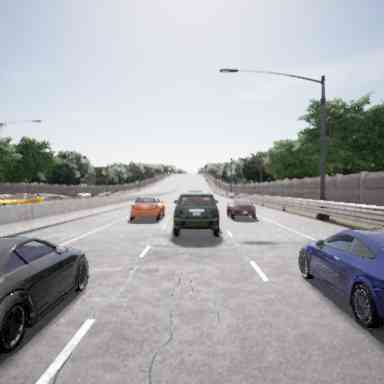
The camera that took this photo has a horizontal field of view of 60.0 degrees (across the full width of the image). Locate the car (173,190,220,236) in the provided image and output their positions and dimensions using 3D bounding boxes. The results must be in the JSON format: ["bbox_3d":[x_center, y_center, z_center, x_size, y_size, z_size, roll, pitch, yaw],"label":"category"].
[{"bbox_3d":[0.219,1.029,17.184,2.150,2.045,5.566,0,1,0],"label":"car"}]

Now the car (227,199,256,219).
[{"bbox_3d":[3.780,1.253,25.829,1.812,1.442,4.674,0,1,0],"label":"car"}]

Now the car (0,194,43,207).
[{"bbox_3d":[-13.814,0.847,26.737,1.882,1.535,5.008,0,1,0],"label":"car"}]

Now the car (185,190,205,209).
[{"bbox_3d":[0.365,0.837,37.972,2.150,2.045,5.566,0,-1,0],"label":"car"}]

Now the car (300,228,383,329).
[{"bbox_3d":[3.646,1.444,6.634,1.812,1.442,4.674,0,1,0],"label":"car"}]

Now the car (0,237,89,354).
[{"bbox_3d":[-3.359,1.487,5.977,1.994,1.385,4.181,0,1,0],"label":"car"}]

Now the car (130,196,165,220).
[{"bbox_3d":[-3.226,1.086,24.956,2.097,1.767,4.553,0,1,0],"label":"car"}]
